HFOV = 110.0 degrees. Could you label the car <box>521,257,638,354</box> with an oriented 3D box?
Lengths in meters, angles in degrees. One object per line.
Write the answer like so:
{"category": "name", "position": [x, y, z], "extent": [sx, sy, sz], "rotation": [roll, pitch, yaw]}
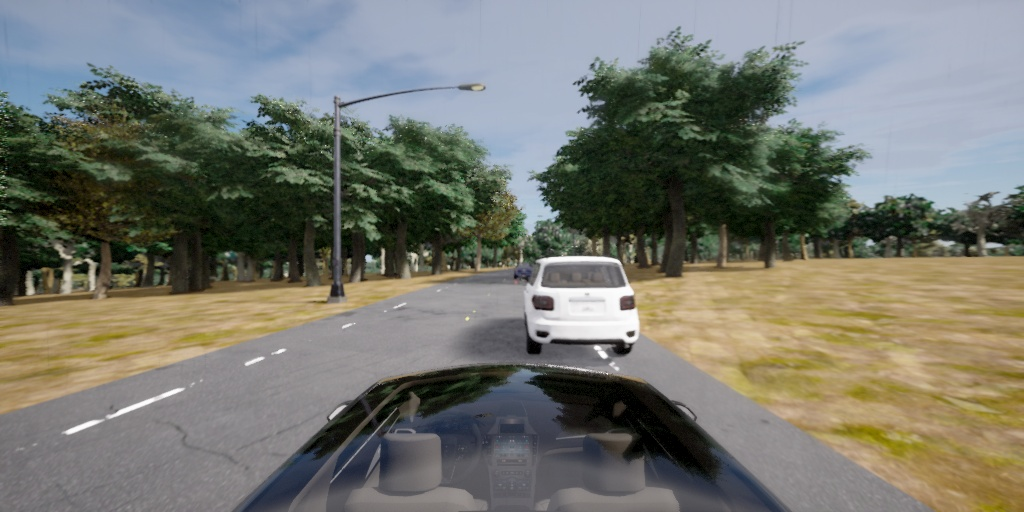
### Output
{"category": "car", "position": [1.403, 1.051, 9.098], "extent": [2.150, 2.045, 5.566], "rotation": [0, -1, 1]}

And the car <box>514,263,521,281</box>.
{"category": "car", "position": [1.370, 1.442, 37.613], "extent": [2.097, 1.767, 4.553], "rotation": [0, 0, 5]}
